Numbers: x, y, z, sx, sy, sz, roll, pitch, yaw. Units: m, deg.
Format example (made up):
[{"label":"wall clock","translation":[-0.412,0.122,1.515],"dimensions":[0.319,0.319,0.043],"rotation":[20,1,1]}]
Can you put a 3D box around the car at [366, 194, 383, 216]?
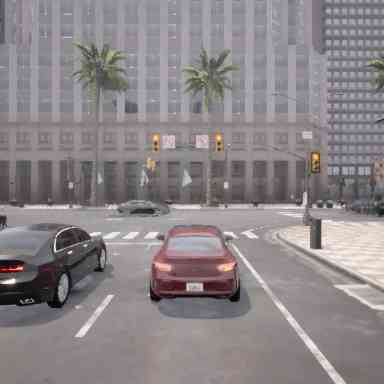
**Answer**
[{"label":"car","translation":[19.665,1.221,30.773],"dimensions":[5.566,2.045,2.150],"rotation":[0,0,1]}]

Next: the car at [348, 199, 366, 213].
[{"label":"car","translation":[19.052,1.564,34.485],"dimensions":[4.181,1.385,1.994],"rotation":[0,0,0]}]

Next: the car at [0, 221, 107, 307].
[{"label":"car","translation":[-3.435,1.505,7.960],"dimensions":[1.837,1.490,4.892],"rotation":[0,0,0]}]

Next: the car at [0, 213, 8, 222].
[{"label":"car","translation":[-10.589,1.478,15.658],"dimensions":[1.882,1.535,5.008],"rotation":[1,0,-4]}]

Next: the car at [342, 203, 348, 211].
[{"label":"car","translation":[19.774,1.491,37.985],"dimensions":[4.902,1.511,2.128],"rotation":[0,0,0]}]

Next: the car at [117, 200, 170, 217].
[{"label":"car","translation":[-4.465,1.492,30.817],"dimensions":[4.902,1.511,2.128],"rotation":[0,0,0]}]

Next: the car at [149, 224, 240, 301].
[{"label":"car","translation":[0.075,1.526,8.212],"dimensions":[1.812,1.442,4.674],"rotation":[0,0,1]}]
